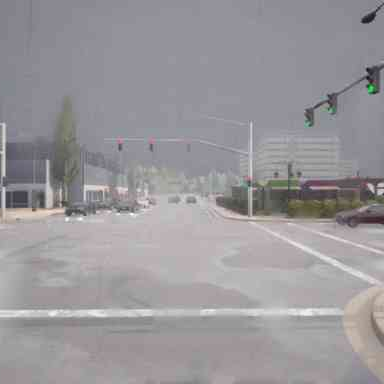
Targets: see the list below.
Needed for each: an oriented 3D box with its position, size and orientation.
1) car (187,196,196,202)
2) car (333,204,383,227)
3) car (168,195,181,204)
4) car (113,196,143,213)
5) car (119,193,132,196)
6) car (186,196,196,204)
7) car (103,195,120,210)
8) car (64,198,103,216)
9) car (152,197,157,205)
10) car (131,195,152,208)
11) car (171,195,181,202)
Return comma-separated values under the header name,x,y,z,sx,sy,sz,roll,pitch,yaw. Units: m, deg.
name,x,y,z,sx,sy,sz,roll,pitch,yaw
car,-0.149,1.467,74.848,1.895,1.301,4.718,0,0,0
car,11.762,1.525,21.899,4.674,1.442,1.812,0,0,1
car,-3.629,1.547,64.536,2.033,1.411,5.357,0,0,0
car,-7.175,1.504,37.651,1.837,1.490,4.892,0,0,0
car,-10.697,1.221,52.717,2.150,2.045,5.566,0,0,0
car,-0.129,1.491,64.543,2.128,1.511,4.902,0,0,0
car,-10.683,1.504,42.113,1.837,1.490,4.892,0,0,0
car,-10.665,1.547,32.557,2.033,1.411,5.357,0,0,0
car,-7.195,1.563,56.797,1.994,1.385,4.181,0,0,0
car,-7.187,1.525,46.837,1.812,1.442,4.674,0,0,0
car,-3.649,1.424,74.809,1.994,1.385,4.181,0,0,0
